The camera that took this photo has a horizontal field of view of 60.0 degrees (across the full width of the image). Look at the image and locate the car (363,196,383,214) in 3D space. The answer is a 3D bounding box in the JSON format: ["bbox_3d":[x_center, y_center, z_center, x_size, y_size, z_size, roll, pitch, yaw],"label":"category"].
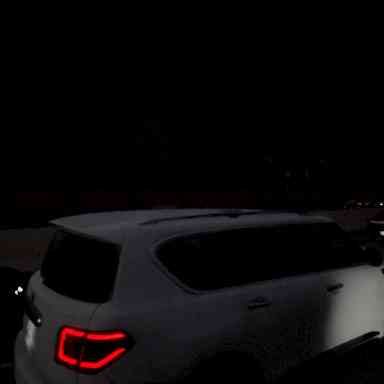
[{"bbox_3d":[20.651,1.324,35.908,4.553,1.767,2.097,0,0,-35],"label":"car"}]

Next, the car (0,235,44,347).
[{"bbox_3d":[-4.587,1.564,4.772,4.181,1.385,1.994,0,0,-35],"label":"car"}]

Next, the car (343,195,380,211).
[{"bbox_3d":[20.355,1.322,39.997,4.553,1.767,2.097,0,0,-35],"label":"car"}]

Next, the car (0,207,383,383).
[{"bbox_3d":[0.837,1.219,4.341,5.566,2.045,2.150,0,0,-35],"label":"car"}]
